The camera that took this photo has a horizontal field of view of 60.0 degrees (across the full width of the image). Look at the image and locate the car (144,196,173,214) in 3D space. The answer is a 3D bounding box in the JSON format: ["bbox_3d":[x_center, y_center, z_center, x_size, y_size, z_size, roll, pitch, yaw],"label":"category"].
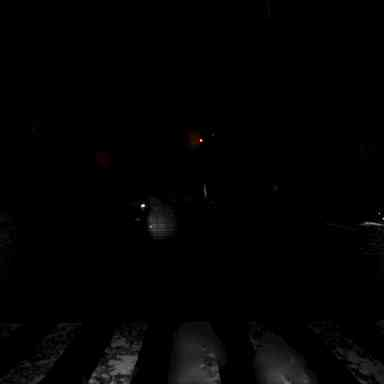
[{"bbox_3d":[-3.445,1.496,35.223,2.128,1.511,4.902,0,0,-1],"label":"car"}]

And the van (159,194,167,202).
[{"bbox_3d":[-6.687,1.368,77.435,1.690,1.788,3.998,0,0,-1],"label":"van"}]

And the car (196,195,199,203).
[{"bbox_3d":[2.179,1.562,52.667,2.008,1.369,4.403,0,0,-1],"label":"car"}]

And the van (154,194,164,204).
[{"bbox_3d":[-6.538,1.361,66.609,1.690,1.788,3.998,0,0,-1],"label":"van"}]

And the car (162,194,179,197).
[{"bbox_3d":[-3.738,1.492,58.101,1.882,1.535,5.008,0,0,-1],"label":"car"}]

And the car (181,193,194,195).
[{"bbox_3d":[-0.891,1.550,75.527,2.128,1.511,4.902,0,0,-1],"label":"car"}]

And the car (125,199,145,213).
[{"bbox_3d":[-6.122,1.556,36.222,2.008,1.369,4.403,0,0,-1],"label":"car"}]

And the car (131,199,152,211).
[{"bbox_3d":[-6.191,1.557,41.214,2.008,1.369,4.403,0,0,-1],"label":"car"}]

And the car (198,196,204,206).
[{"bbox_3d":[2.253,1.553,47.223,1.887,1.381,4.507,0,0,-1],"label":"car"}]

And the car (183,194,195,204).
[{"bbox_3d":[-0.660,1.620,65.599,1.895,1.301,4.718,0,0,-1],"label":"car"}]

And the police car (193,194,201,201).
[{"bbox_3d":[1.267,1.464,90.513,1.930,1.638,5.238,0,0,-1],"label":"police car"}]

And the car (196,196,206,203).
[{"bbox_3d":[1.899,1.590,73.116,1.947,1.339,4.313,0,0,-1],"label":"car"}]

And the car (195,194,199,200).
[{"bbox_3d":[2.043,1.567,62.538,2.008,1.369,4.403,0,0,-1],"label":"car"}]

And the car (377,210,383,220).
[{"bbox_3d":[14.725,1.249,20.978,5.357,1.411,2.033,-1,0,-1],"label":"car"}]

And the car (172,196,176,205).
[{"bbox_3d":[-3.580,1.609,45.130,1.895,1.301,4.718,0,0,-1],"label":"car"}]

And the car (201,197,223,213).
[{"bbox_3d":[2.402,1.556,36.335,2.008,1.369,4.403,0,0,-1],"label":"car"}]
